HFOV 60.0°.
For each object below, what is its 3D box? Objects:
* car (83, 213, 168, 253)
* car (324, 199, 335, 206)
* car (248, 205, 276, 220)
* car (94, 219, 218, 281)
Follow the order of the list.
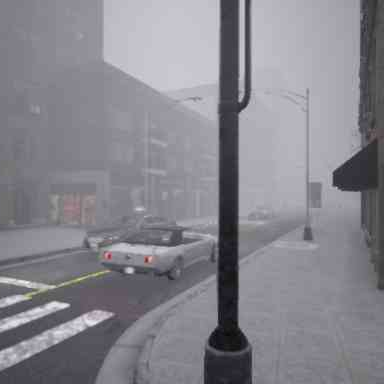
[{"bbox_3d":[-2.383,1.642,13.896,2.128,1.511,4.902,0,-1,26],"label":"car"},{"bbox_3d":[34.666,2.763,84.204,1.994,1.385,4.181,0,-1,26],"label":"car"},{"bbox_3d":[7.166,2.047,33.839,1.895,1.301,4.718,0,-1,26],"label":"car"},{"bbox_3d":[-0.621,1.718,10.393,1.895,1.301,4.718,0,-1,26],"label":"car"}]
